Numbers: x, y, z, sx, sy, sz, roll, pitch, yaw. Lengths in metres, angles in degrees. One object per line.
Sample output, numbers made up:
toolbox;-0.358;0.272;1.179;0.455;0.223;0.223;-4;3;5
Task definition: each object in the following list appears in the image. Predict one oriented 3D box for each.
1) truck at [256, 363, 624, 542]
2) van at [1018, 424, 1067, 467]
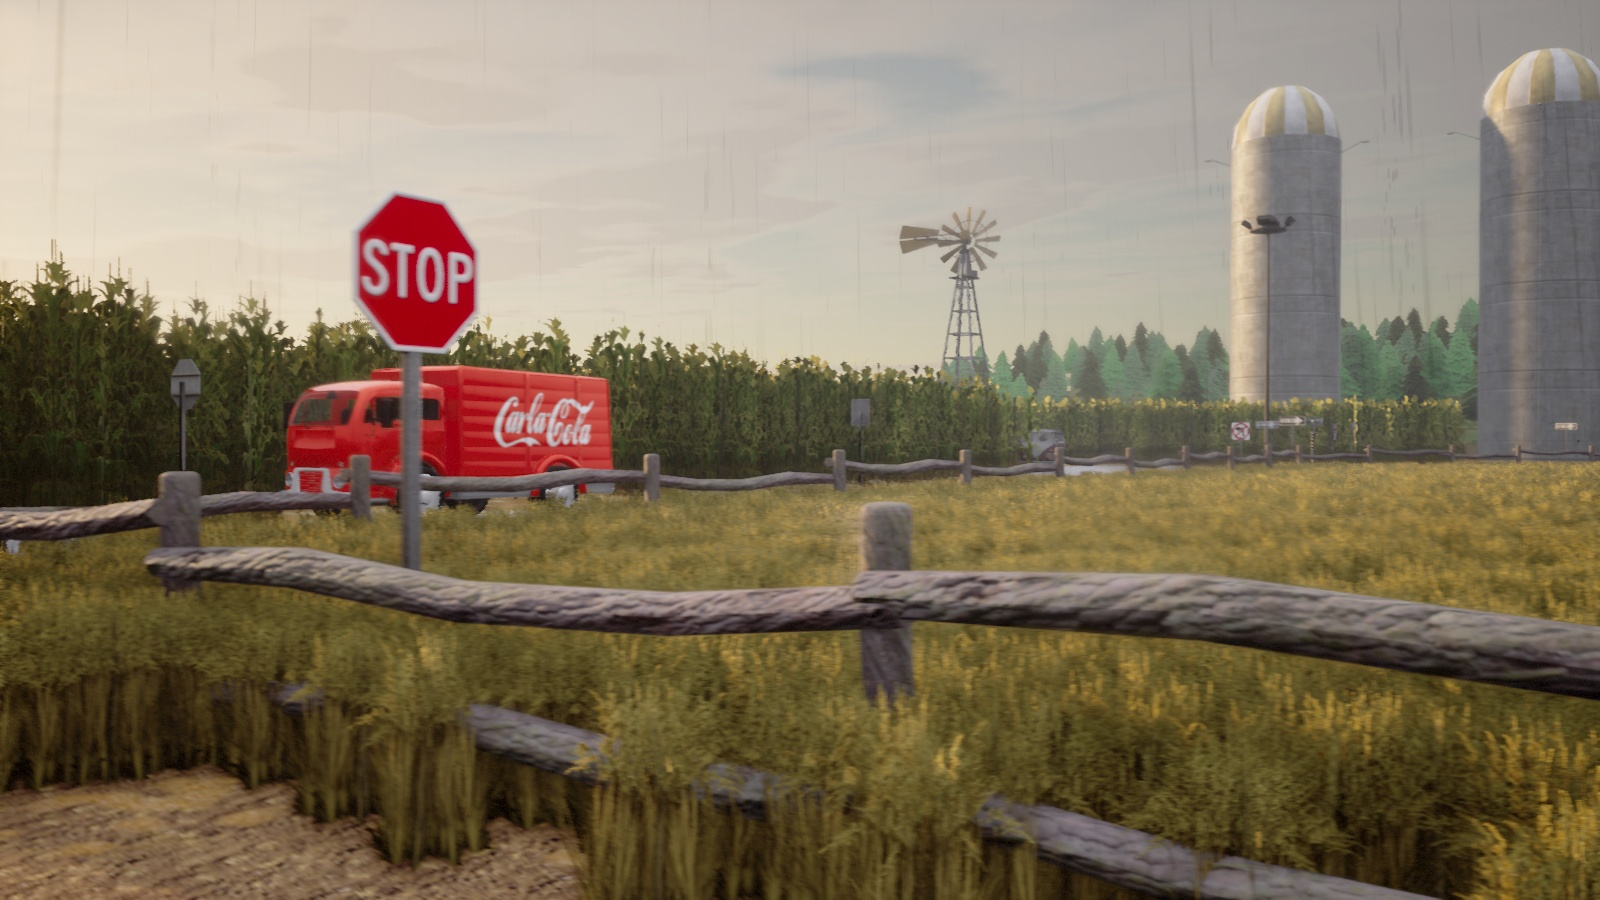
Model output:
truck;-5.592;0.027;20.241;2.627;2.467;5.204;0;0;34
van;11.713;-0.229;60.513;1.775;1.987;4.442;-1;1;18
